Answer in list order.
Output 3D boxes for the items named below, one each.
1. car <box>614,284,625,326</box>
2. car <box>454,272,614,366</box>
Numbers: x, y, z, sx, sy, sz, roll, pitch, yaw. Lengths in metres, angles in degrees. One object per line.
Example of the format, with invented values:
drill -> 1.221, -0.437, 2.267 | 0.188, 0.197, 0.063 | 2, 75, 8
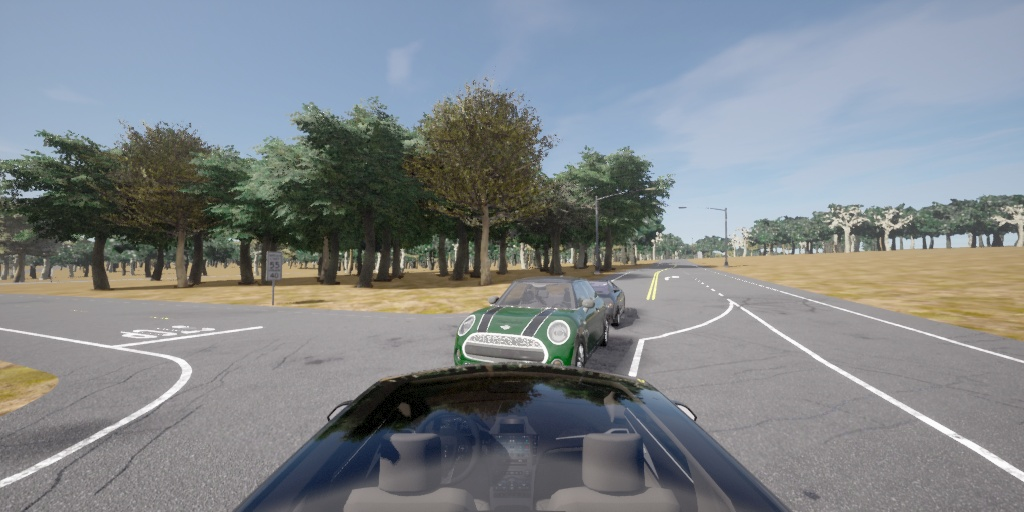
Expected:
car -> 2.916, 1.554, 12.873 | 1.994, 1.385, 4.181 | -2, 0, 22
car -> 0.687, 1.222, 7.442 | 2.097, 1.767, 4.553 | -1, -2, 22
